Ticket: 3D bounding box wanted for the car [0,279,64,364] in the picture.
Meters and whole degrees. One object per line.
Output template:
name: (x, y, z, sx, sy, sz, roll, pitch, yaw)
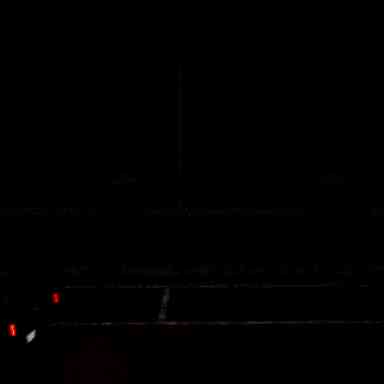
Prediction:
car: (-4.448, 1.713, 4.605, 4.718, 1.301, 1.895, 0, -1, -1)
